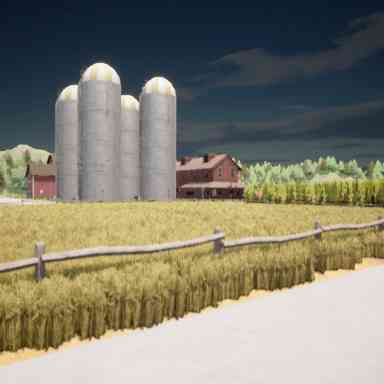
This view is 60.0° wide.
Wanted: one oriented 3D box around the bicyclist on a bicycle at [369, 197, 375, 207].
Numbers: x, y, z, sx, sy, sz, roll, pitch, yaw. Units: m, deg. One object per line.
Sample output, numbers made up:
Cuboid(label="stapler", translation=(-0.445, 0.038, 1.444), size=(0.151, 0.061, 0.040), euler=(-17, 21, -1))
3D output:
Cuboid(label="bicyclist on a bicycle", translation=(23.015, 1.429, 42.302), size=(1.656, 1.620, 0.582), euler=(0, 0, -36))
